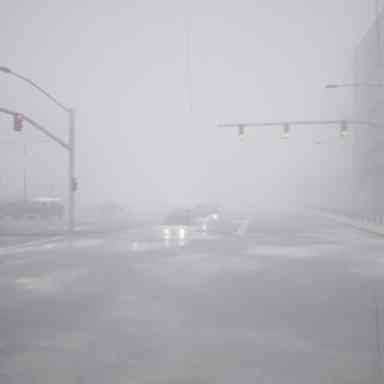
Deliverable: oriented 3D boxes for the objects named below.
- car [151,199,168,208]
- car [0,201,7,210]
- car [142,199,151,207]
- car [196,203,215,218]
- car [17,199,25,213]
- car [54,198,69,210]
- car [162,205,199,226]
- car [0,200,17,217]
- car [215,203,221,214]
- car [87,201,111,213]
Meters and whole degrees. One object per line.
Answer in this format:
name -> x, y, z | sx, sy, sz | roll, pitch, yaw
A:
car -> -6.606, 2.338, 70.747 | 1.932, 1.855, 4.605 | 0, -1, 12
car -> -34.991, 2.409, 58.778 | 1.784, 1.438, 3.905 | 0, -1, 12
car -> -9.430, 2.357, 71.383 | 1.905, 1.878, 3.866 | 0, -1, 12
car -> 1.059, 2.144, 38.197 | 1.837, 1.490, 4.892 | 0, -1, 12
car -> -32.167, 2.182, 58.136 | 1.932, 1.855, 4.605 | 0, -1, 12
car -> -28.659, 2.458, 75.299 | 1.905, 1.878, 3.866 | 0, -1, 12
car -> -0.979, 2.042, 28.116 | 1.994, 1.385, 4.181 | 0, -1, 11
car -> -24.289, 2.133, 41.188 | 1.970, 1.475, 3.806 | 0, -1, 12
car -> 3.063, 2.288, 48.089 | 2.128, 1.511, 4.902 | 0, -1, 12
car -> -15.597, 2.338, 54.817 | 1.970, 1.475, 3.806 | 0, -1, 12
